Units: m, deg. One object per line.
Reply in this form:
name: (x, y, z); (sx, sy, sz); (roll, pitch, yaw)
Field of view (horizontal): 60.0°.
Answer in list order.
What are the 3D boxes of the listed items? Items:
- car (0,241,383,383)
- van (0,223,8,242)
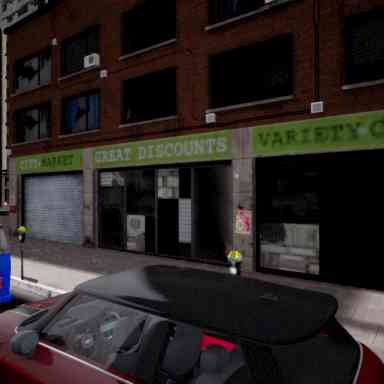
car: (-0.490, 1.440, 3.075); (4.097, 1.590, 1.967); (0, 0, 35)
van: (-5.123, 1.343, 6.379); (3.998, 1.788, 1.690); (0, 0, 35)
